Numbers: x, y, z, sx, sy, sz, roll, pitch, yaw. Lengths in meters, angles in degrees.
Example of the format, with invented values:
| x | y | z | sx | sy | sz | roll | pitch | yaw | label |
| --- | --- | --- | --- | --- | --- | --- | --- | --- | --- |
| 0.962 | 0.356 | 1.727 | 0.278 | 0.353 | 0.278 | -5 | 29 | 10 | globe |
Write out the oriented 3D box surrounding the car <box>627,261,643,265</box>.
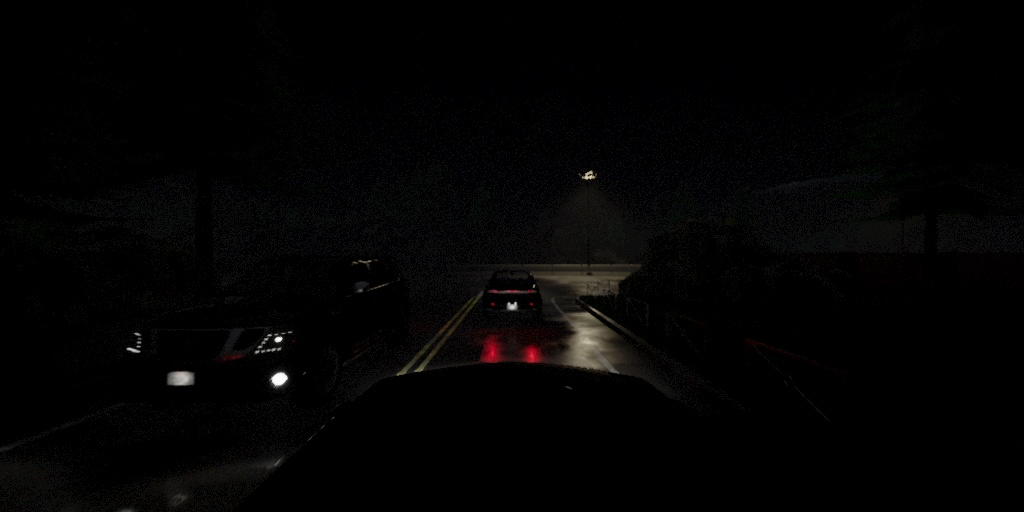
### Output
| x | y | z | sx | sy | sz | roll | pitch | yaw | label |
| --- | --- | --- | --- | --- | --- | --- | --- | --- | --- |
| 19.390 | 1.499 | 50.058 | 5.357 | 1.411 | 2.033 | 0 | 0 | 0 | car |

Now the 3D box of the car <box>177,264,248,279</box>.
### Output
| x | y | z | sx | sy | sz | roll | pitch | yaw | label |
| --- | --- | --- | --- | --- | --- | --- | --- | --- | --- |
| -29.529 | 1.479 | 35.457 | 5.357 | 1.411 | 2.033 | 0 | 0 | 0 | car |

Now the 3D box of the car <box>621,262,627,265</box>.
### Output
| x | y | z | sx | sy | sz | roll | pitch | yaw | label |
| --- | --- | --- | --- | --- | --- | --- | --- | --- | --- |
| 19.331 | 1.455 | 53.548 | 4.892 | 1.490 | 1.837 | 0 | 0 | 0 | car |

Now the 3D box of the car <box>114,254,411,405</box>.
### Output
| x | y | z | sx | sy | sz | roll | pitch | yaw | label |
| --- | --- | --- | --- | --- | --- | --- | --- | --- | --- |
| -3.551 | 0.970 | 6.634 | 2.150 | 2.045 | 5.566 | 0 | 0 | 0 | car |

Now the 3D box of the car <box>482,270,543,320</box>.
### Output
| x | y | z | sx | sy | sz | roll | pitch | yaw | label |
| --- | --- | --- | --- | --- | --- | --- | --- | --- | --- |
| 0.011 | 1.241 | 12.614 | 2.128 | 1.511 | 4.902 | 0 | 0 | 0 | car |
